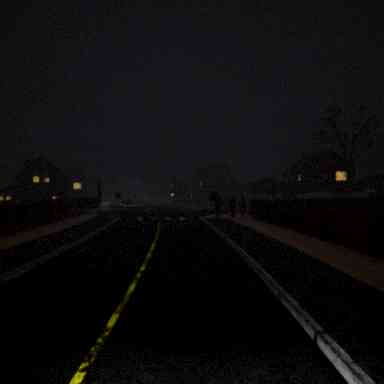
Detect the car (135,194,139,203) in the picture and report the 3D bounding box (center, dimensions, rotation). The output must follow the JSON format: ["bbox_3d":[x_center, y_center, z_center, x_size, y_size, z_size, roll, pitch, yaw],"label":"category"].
[{"bbox_3d":[-14.265,1.563,79.230,2.150,2.045,5.566,0,0,-22],"label":"car"}]

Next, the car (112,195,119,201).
[{"bbox_3d":[-18.544,1.376,82.484,2.097,1.767,4.553,0,0,-23],"label":"car"}]

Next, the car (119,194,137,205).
[{"bbox_3d":[-13.136,1.743,68.056,1.882,1.535,5.008,0,0,-18],"label":"car"}]

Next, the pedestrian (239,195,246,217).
[{"bbox_3d":[4.201,1.165,27.542,0.375,1.860,0.375,-1,1,-6],"label":"pedestrian"}]

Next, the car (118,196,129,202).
[{"bbox_3d":[-18.343,1.882,88.897,1.994,1.385,4.181,0,0,-25],"label":"car"}]

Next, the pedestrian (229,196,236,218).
[{"bbox_3d":[3.271,1.146,26.838,0.375,1.860,0.375,-1,1,-6],"label":"pedestrian"}]

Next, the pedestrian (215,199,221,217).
[{"bbox_3d":[2.149,1.161,27.925,0.375,1.860,0.375,-1,1,-6],"label":"pedestrian"}]
